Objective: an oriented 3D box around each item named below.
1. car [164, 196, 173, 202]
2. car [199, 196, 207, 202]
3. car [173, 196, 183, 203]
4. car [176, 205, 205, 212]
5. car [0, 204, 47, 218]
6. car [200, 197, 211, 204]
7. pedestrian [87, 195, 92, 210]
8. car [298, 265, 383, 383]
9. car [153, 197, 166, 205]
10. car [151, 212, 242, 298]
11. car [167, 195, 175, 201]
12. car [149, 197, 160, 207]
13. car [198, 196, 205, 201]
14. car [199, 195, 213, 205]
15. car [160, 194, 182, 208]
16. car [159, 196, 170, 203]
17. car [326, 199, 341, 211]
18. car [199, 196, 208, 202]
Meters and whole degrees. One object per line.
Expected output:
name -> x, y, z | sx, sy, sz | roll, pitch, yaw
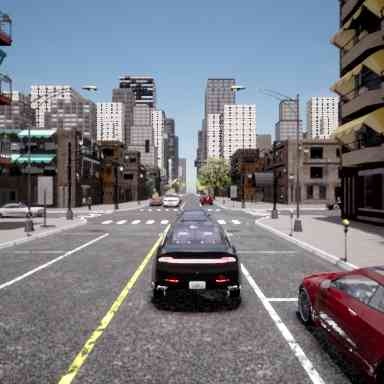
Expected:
car -> -5.722, 1.669, 81.054 | 1.802, 1.307, 4.206 | 0, 0, 0
car -> 2.658, 1.637, 81.058 | 2.008, 1.369, 4.403 | 0, 0, 0
car -> -3.030, 1.612, 73.751 | 2.033, 1.411, 5.357 | 0, 0, 0
car -> 0.094, 1.571, 17.377 | 1.994, 1.385, 4.181 | 0, 0, 0
car -> -16.577, 1.790, 31.945 | 4.718, 1.301, 1.895 | -1, 0, 0
car -> 2.665, 1.623, 64.482 | 1.947, 1.339, 4.313 | 0, 0, 0
pedestrian -> -12.528, 1.310, 40.686 | 0.375, 1.860, 0.375 | 0, 0, 0
car -> 2.690, 1.583, 4.204 | 1.802, 1.307, 4.206 | 0, 0, 0
car -> -5.713, 1.614, 58.952 | 1.947, 1.339, 4.313 | 0, 0, 0
car -> 0.097, 1.494, 8.515 | 2.128, 1.511, 4.902 | 0, 0, 0
car -> -5.727, 1.636, 91.934 | 1.752, 1.417, 4.829 | 0, 0, 0
car -> -5.799, 1.585, 53.431 | 1.887, 1.381, 4.507 | 0, 0, 0
car -> 2.653, 1.693, 92.107 | 1.802, 1.307, 4.206 | 0, 0, 0
car -> 2.668, 1.363, 58.956 | 2.192, 1.841, 5.009 | 0, 0, 0
car -> -3.106, 1.258, 50.490 | 2.150, 2.045, 5.566 | 0, 0, 0
car -> -5.717, 1.591, 69.833 | 1.752, 1.417, 4.829 | 0, 0, 0
car -> 17.473, 1.377, 37.761 | 4.313, 1.339, 1.947 | -1, 0, 0
car -> 2.660, 1.642, 75.533 | 1.947, 1.339, 4.313 | 0, 0, 0
